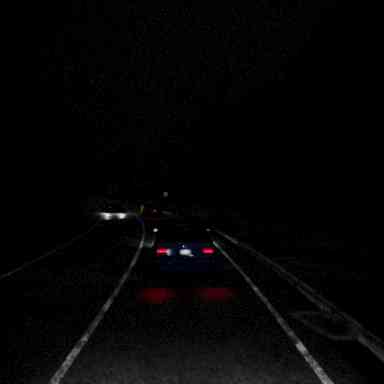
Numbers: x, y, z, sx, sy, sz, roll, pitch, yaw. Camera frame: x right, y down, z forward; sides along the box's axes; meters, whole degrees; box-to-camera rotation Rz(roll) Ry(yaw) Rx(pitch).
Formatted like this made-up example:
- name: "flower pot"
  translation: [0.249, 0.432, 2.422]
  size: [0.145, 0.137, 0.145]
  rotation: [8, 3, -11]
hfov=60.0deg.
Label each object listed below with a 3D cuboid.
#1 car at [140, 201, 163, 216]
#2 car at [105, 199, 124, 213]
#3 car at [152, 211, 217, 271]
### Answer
- name: "car"
  translation: [-4.277, 1.681, 34.709]
  size: [1.882, 1.535, 5.008]
  rotation: [2, -1, -15]
- name: "car"
  translation: [-9.232, 1.609, 39.363]
  size: [1.882, 1.535, 5.008]
  rotation: [2, -1, -18]
- name: "car"
  translation: [-0.316, 1.602, 11.025]
  size: [2.033, 1.411, 5.357]
  rotation: [0, 0, -3]
